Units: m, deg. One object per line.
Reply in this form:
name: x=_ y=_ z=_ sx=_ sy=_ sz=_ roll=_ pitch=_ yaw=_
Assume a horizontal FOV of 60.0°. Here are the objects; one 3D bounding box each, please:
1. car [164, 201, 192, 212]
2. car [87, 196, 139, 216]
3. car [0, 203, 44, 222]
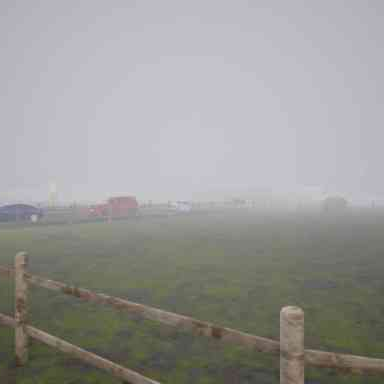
car: x=-1.557 y=1.825 z=42.625 sx=1.812 sy=1.442 sz=4.674 roll=0 pitch=0 yaw=36
car: x=-7.897 y=1.423 z=33.939 sx=2.150 sy=2.045 sz=5.566 roll=0 pitch=0 yaw=36
car: x=-14.002 y=1.590 z=25.508 sx=1.882 sy=1.535 sz=5.008 roll=0 pitch=0 yaw=35
